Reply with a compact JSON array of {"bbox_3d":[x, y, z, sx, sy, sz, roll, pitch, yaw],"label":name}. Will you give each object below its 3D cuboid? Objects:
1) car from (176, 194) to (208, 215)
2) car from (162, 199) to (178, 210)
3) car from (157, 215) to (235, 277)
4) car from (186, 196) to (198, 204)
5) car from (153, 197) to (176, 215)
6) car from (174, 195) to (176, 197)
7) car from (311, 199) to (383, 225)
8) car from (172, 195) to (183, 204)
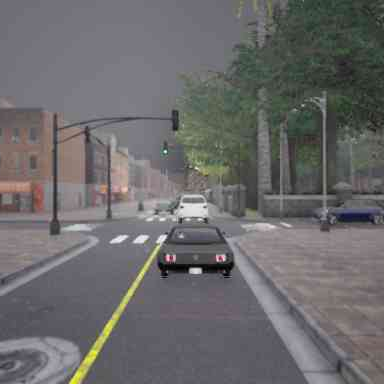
[{"bbox_3d":[0.094,1.249,26.197,2.150,2.045,5.566,0,0,0],"label":"car"},{"bbox_3d":[-2.853,1.653,44.436,1.895,1.301,4.718,0,0,0],"label":"car"},{"bbox_3d":[0.095,1.609,10.202,1.895,1.301,4.718,0,0,0],"label":"car"},{"bbox_3d":[-0.016,1.575,65.129,2.128,1.511,4.902,0,0,0],"label":"car"},{"bbox_3d":[-2.856,1.566,35.260,1.812,1.442,4.674,0,0,0],"label":"car"},{"bbox_3d":[-2.819,1.544,54.548,1.882,1.535,5.008,0,0,1],"label":"car"},{"bbox_3d":[10.719,1.343,23.118,4.553,1.767,2.097,0,0,-1],"label":"car"},{"bbox_3d":[-2.766,1.434,64.684,2.097,1.767,4.553,0,0,0],"label":"car"}]
